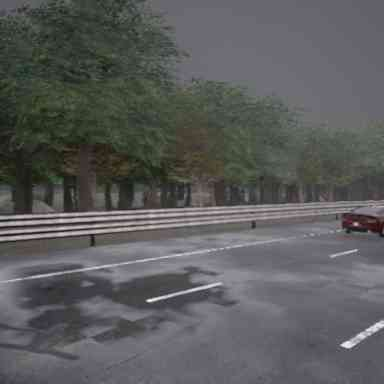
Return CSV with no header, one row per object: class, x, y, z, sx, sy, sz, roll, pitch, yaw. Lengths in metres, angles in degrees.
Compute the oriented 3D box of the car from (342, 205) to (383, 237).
car,9.927,1.444,17.812,5.008,1.535,1.882,0,0,-39
